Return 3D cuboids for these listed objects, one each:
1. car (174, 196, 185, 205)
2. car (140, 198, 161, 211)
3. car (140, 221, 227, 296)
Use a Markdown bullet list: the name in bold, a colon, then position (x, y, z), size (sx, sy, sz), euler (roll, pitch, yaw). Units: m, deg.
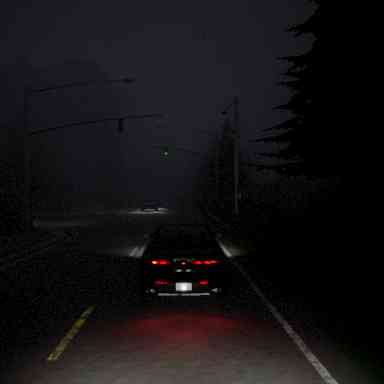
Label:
- **car**: position (-2.252, 1.477, 60.906), size (1.882, 1.535, 5.008), euler (0, 0, -2)
- **car**: position (-5.137, 1.526, 40.655), size (1.812, 1.442, 4.674), euler (0, 0, -3)
- **car**: position (-0.227, 1.506, 8.620), size (1.837, 1.490, 4.892), euler (0, 0, -2)
